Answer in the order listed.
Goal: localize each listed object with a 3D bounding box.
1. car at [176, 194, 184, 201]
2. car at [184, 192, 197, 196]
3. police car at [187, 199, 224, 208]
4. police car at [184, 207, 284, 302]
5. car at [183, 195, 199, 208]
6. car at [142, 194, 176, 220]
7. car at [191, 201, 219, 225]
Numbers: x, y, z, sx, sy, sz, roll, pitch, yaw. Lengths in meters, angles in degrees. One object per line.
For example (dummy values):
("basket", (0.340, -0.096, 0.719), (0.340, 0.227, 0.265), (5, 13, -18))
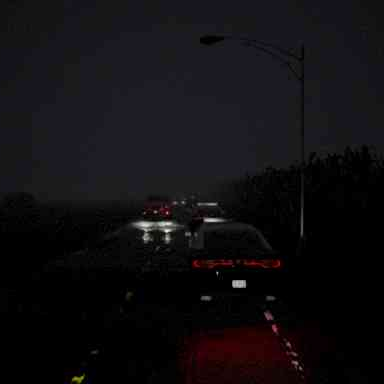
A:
("car", (-2.642, 1.161, 69.587), (2.097, 1.767, 4.553), (0, 0, 0))
("car", (0.093, 1.070, 60.052), (2.150, 2.045, 5.566), (0, 0, 0))
("police car", (0.853, 1.396, 18.453), (1.930, 1.638, 5.238), (0, 0, 0))
("police car", (0.837, 1.414, 8.454), (1.930, 1.638, 5.238), (0, 0, 0))
("car", (0.116, 1.501, 46.087), (1.895, 1.301, 4.718), (0, 0, 1))
("car", (-2.808, 1.169, 28.331), (2.150, 2.045, 5.566), (0, 0, 0))
("car", (0.862, 1.483, 24.343), (1.812, 1.442, 4.674), (0, 0, 0))
